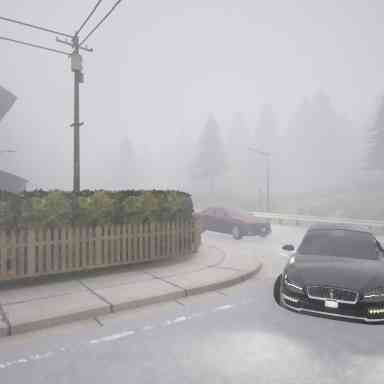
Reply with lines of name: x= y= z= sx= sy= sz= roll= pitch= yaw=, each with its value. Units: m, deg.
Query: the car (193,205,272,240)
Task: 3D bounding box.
car: x=1.967 y=1.478 z=17.508 sx=1.882 sy=1.535 sz=5.008 roll=0 pitch=0 yaw=-33

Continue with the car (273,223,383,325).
car: x=3.264 y=1.505 z=7.372 sx=1.837 sy=1.490 sz=4.892 roll=0 pitch=0 yaw=27
